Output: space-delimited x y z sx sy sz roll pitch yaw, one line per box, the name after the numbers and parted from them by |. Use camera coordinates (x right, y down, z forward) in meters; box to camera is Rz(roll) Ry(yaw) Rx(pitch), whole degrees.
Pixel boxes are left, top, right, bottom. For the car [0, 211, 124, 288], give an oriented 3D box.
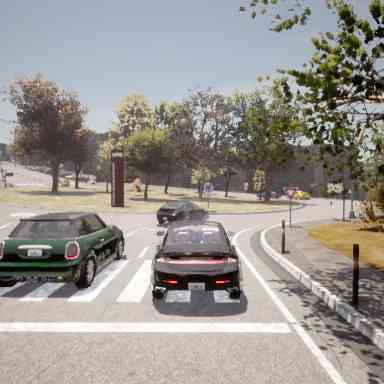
-3.346 1.320 9.309 2.097 1.767 4.553 0 0 1 | car

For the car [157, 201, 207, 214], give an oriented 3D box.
-0.519 1.380 22.398 1.837 1.490 4.892 2 0 27 | car

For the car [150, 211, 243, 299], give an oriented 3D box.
0.097 1.463 8.377 2.128 1.511 4.902 0 0 0 | car

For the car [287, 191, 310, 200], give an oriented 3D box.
19.394 0.560 60.856 1.882 1.535 5.008 -1 2 -20 | car

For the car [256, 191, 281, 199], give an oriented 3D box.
14.650 0.525 63.920 2.033 1.411 5.357 -1 3 -29 | car
